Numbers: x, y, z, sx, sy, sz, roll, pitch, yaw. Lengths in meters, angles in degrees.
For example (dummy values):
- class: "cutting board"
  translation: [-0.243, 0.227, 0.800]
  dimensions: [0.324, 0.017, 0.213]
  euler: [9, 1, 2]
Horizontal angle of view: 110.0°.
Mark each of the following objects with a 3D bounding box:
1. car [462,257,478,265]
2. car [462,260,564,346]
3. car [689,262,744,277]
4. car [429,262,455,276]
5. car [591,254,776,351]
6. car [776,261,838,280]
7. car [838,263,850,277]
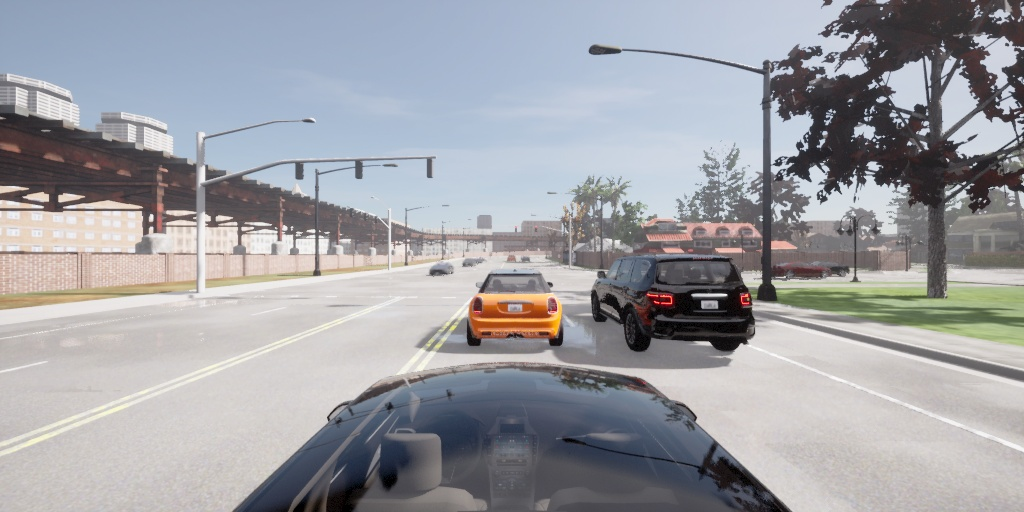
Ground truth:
- class: "car"
  translation: [-7.146, 1.112, 59.321]
  dimensions: [1.837, 1.490, 4.892]
  euler: [0, 0, 0]
- class: "car"
  translation: [0.072, 1.104, 9.599]
  dimensions: [2.097, 1.767, 4.553]
  euler: [0, 0, 0]
- class: "car"
  translation: [19.858, 1.323, 34.962]
  dimensions: [4.181, 1.385, 1.994]
  euler: [0, 0, -2]
- class: "car"
  translation: [-7.140, 1.291, 37.003]
  dimensions: [2.033, 1.411, 5.357]
  euler: [0, 0, 0]
- class: "car"
  translation: [3.572, 0.973, 9.142]
  dimensions: [2.150, 2.045, 5.566]
  euler: [0, 0, 0]
- class: "car"
  translation: [25.031, 1.234, 31.404]
  dimensions: [5.008, 1.535, 1.882]
  euler: [0, 0, -2]
- class: "car"
  translation: [30.191, 1.235, 35.236]
  dimensions: [5.008, 1.535, 1.882]
  euler: [0, 0, -1]
